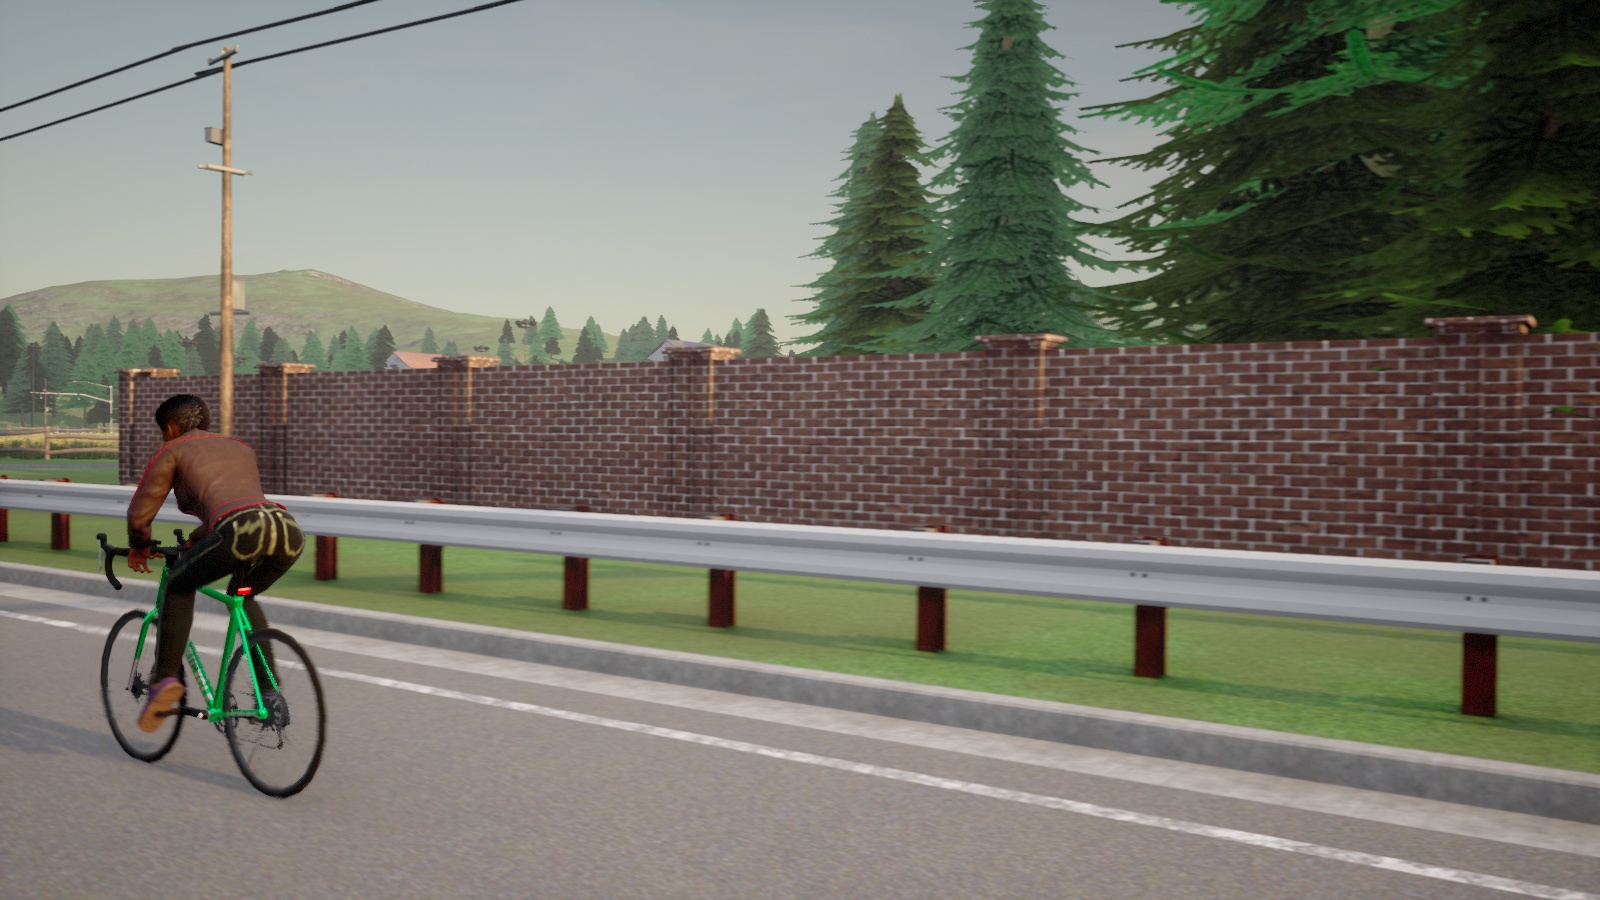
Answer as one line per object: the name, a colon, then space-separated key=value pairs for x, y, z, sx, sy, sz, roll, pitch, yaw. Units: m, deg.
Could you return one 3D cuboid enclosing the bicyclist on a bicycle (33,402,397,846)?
bicyclist on a bicycle: x=-2.489 y=0.635 z=5.276 sx=1.656 sy=1.620 sz=0.582 roll=0 pitch=1 yaw=34
